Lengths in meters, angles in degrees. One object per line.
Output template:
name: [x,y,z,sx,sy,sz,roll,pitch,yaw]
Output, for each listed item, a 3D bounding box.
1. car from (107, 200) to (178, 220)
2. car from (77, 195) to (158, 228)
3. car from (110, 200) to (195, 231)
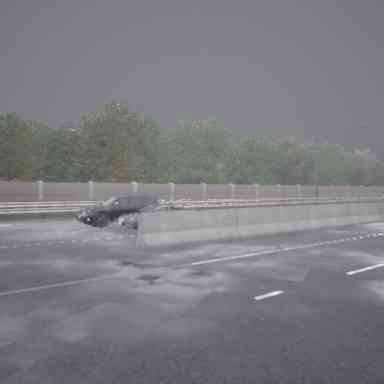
car: [-3.941,1.404,27.036,5.357,1.411,2.033,0,-1,-36]
car: [-4.685,1.202,22.150,5.566,2.045,2.150,0,0,-36]
car: [-1.982,1.470,19.775,4.902,1.511,2.128,0,0,-35]
